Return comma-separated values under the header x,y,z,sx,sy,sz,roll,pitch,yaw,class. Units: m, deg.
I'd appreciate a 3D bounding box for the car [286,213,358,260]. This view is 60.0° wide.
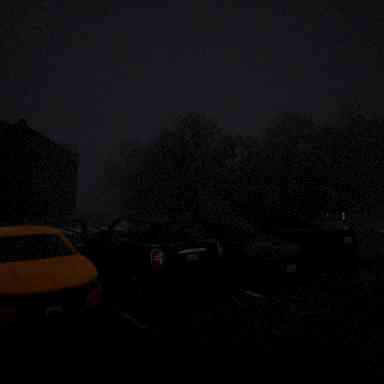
x,y,z,sx,sy,sz,roll,pitch,yaw,class
3.290,1.480,11.826,2.163,1.488,4.792,0,0,-35,car

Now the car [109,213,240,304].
x,y,z,sx,sy,sz,roll,pitch,yaw,class
-1.211,1.350,8.543,2.185,1.767,4.553,0,0,-35,car

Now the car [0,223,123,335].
x,y,z,sx,sy,sz,roll,pitch,yaw,class
-3.495,1.482,6.960,2.097,1.535,5.008,0,0,-35,car

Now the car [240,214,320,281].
x,y,z,sx,sy,sz,roll,pitch,yaw,class
1.057,1.493,10.162,2.163,1.488,4.792,0,0,-35,car
